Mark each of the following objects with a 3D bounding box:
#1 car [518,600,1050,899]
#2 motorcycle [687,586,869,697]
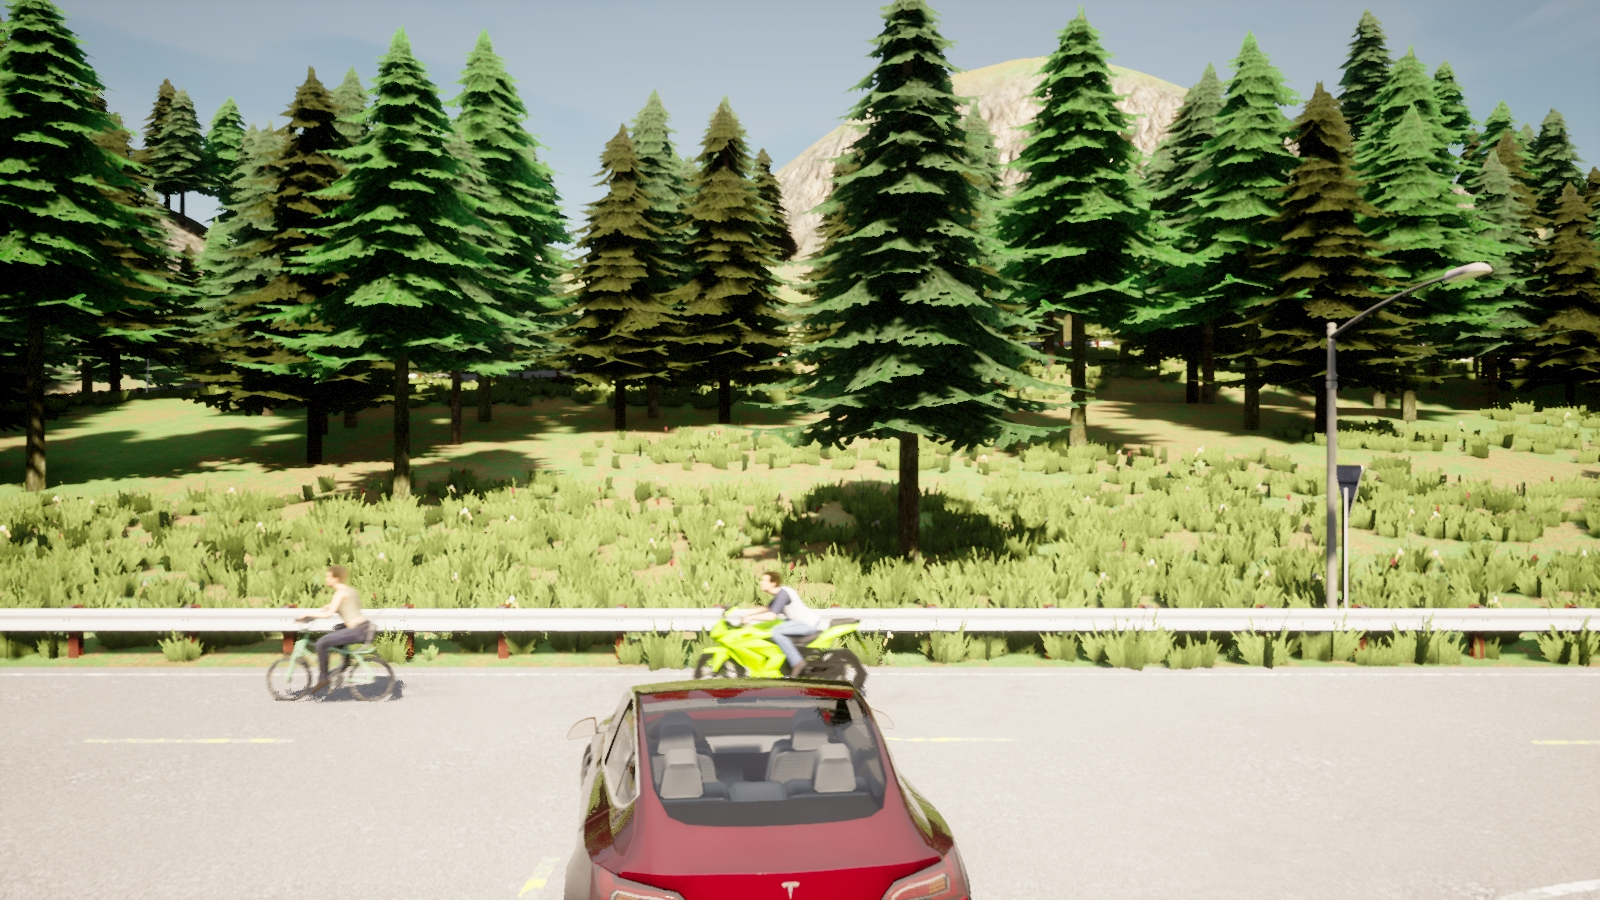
[{"bbox_3d":[-0.357,1.963,6.977,2.163,1.488,4.792,0,-1,-8],"label":"car"},{"bbox_3d":[-0.248,2.199,13.257,2.033,1.145,0.803,1,0,0],"label":"motorcycle"}]
